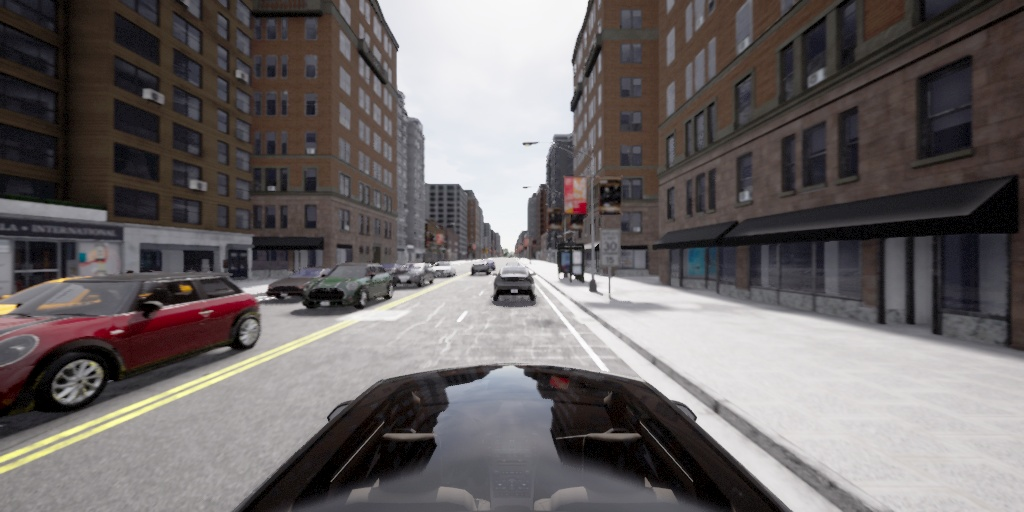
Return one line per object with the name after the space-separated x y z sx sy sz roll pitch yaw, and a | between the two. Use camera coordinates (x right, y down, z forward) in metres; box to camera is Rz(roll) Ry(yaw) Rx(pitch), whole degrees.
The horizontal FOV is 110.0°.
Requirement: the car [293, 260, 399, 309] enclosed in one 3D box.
-6.580 1.090 14.892 2.097 1.767 4.553 0 0 0 | car

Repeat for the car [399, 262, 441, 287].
-6.519 1.221 24.152 2.128 1.511 4.902 0 0 1 | car

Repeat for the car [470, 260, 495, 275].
-3.249 1.212 37.762 2.128 1.511 4.902 0 0 0 | car

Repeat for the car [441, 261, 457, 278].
-6.499 1.248 34.349 1.812 1.442 4.674 0 0 0 | car

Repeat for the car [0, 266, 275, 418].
-6.595 1.098 6.019 2.097 1.767 4.553 0 0 0 | car

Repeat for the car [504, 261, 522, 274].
0.103 1.319 41.454 1.895 1.301 4.718 0 0 0 | car

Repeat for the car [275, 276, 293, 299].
-9.814 1.282 18.133 2.033 1.411 5.357 0 0 0 | car

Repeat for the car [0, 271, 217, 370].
-9.844 1.221 8.329 1.882 1.535 5.008 0 0 0 | car

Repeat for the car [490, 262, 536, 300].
0.102 1.240 17.592 1.837 1.490 4.892 0 0 0 | car

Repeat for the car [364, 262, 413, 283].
-9.750 1.274 28.804 2.033 1.411 5.357 0 0 0 | car
